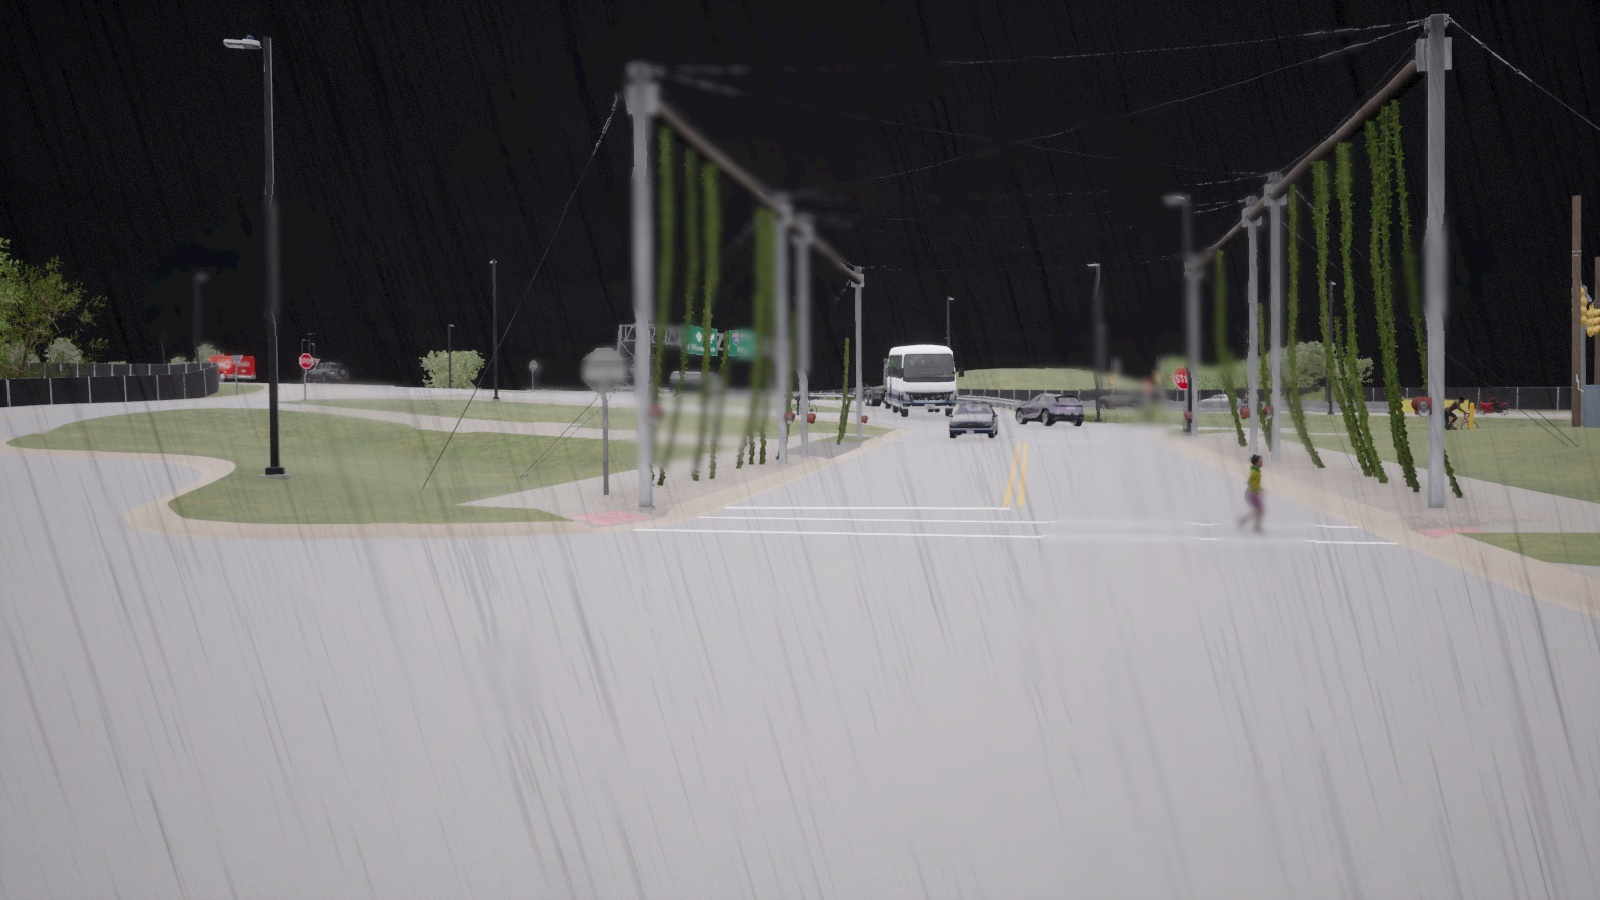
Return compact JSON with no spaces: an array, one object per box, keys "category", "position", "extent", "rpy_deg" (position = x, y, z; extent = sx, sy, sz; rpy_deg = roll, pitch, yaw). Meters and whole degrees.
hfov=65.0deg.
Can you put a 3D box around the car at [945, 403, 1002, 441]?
[{"category":"car","position":[7.318,-1.193,52.537],"extent":[2.033,1.411,5.357],"rpy_deg":[0,3,12]}]

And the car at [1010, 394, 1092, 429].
[{"category":"car","position":[12.558,-1.949,63.179],"extent":[2.033,1.649,4.856],"rpy_deg":[1,2,-15]}]

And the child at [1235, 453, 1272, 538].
[{"category":"child","position":[6.264,0.623,17.345],"extent":[0.473,1.160,0.299],"rpy_deg":[0,1,21]}]

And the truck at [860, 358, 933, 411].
[{"category":"truck","position":[6.704,-4.680,88.366],"extent":[2.891,3.462,7.936],"rpy_deg":[-1,5,-13]}]

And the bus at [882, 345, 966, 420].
[{"category":"bus","position":[7.442,-4.248,77.097],"extent":[3.944,4.253,10.273],"rpy_deg":[0,4,-1]}]
